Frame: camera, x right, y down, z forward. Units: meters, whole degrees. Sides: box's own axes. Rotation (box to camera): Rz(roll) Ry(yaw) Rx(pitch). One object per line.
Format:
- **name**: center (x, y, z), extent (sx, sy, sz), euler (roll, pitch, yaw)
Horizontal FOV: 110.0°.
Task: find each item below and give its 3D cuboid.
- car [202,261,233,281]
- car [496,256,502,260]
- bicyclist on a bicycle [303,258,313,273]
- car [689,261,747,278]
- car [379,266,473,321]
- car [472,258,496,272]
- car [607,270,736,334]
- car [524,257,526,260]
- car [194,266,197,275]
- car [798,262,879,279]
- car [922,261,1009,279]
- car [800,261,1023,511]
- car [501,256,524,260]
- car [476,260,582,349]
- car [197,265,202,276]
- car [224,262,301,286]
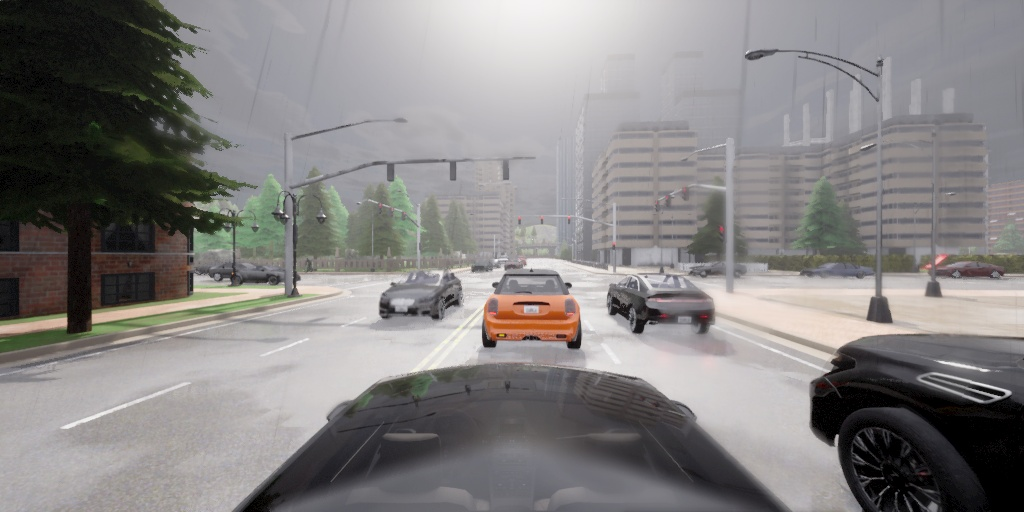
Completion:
- **car**: center (-21.705, 1.254, 28.974), extent (4.892, 1.490, 1.837), euler (0, 0, 4)
- **car**: center (-2.912, 1.240, 56.321), extent (2.128, 1.511, 4.902), euler (0, 0, 4)
- **bicyclist on a bicycle**: center (-22.758, 1.049, 40.054), extent (0.582, 1.620, 1.656), euler (0, 0, 4)
- **car**: center (19.002, 1.240, 33.254), extent (4.902, 1.511, 2.128), euler (0, 0, 4)
- **car**: center (-2.981, 1.241, 12.645), extent (2.128, 1.511, 4.902), euler (0, 0, 4)
- **car**: center (-3.759, 1.101, 45.884), extent (2.097, 1.767, 4.553), euler (0, 0, 6)
- **car**: center (4.092, 1.241, 10.596), extent (2.128, 1.511, 4.902), euler (0, 0, 4)
- **car**: center (0.831, 1.311, 59.444), extent (1.994, 1.385, 4.181), euler (0, 0, 4)
- **car**: center (-25.953, 1.350, 25.778), extent (4.718, 1.301, 1.895), euler (0, 0, 4)
- **car**: center (29.454, 1.296, 32.500), extent (5.357, 1.411, 2.033), euler (0, 0, 4)
- **car**: center (40.031, 1.226, 31.729), extent (5.008, 1.535, 1.882), euler (0, 0, 4)
- **car**: center (3.708, 0.972, 0.759), extent (2.150, 2.045, 5.566), euler (0, 0, 0)
- **car**: center (0.135, 1.100, 50.056), extent (2.097, 1.767, 4.553), euler (0, 0, 4)
- **car**: center (0.517, 1.102, 9.368), extent (2.097, 1.767, 4.553), euler (0, 0, 3)
- **car**: center (-29.949, 1.240, 36.768), extent (4.902, 1.511, 2.128), euler (0, 0, 4)
- **car**: center (-17.217, 1.313, 25.138), extent (4.181, 1.385, 1.994), euler (0, 0, 4)
